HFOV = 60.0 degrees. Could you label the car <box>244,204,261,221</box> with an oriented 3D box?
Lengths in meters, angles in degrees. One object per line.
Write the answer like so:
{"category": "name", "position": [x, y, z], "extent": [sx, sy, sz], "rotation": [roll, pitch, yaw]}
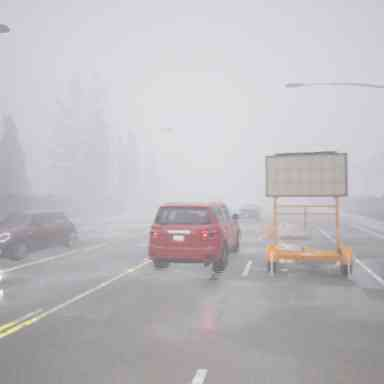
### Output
{"category": "car", "position": [5.221, 1.836, 30.196], "extent": [1.812, 1.442, 4.674], "rotation": [-1, -1, 15]}

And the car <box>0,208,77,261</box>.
{"category": "car", "position": [-6.653, 1.558, 13.305], "extent": [2.097, 1.767, 4.553], "rotation": [-1, -1, 15]}

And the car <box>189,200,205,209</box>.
{"category": "car", "position": [0.888, 2.122, 57.378], "extent": [1.882, 1.535, 5.008], "rotation": [0, -1, 10]}

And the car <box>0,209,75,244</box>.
{"category": "car", "position": [-8.916, 1.775, 18.467], "extent": [2.128, 1.511, 4.902], "rotation": [-1, -1, 15]}

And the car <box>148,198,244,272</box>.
{"category": "car", "position": [0.322, 1.354, 11.524], "extent": [2.150, 2.045, 5.566], "rotation": [-1, -1, 15]}

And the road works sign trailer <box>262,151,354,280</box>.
{"category": "road works sign trailer", "position": [3.534, 0.559, 10.400], "extent": [2.380, 3.560, 2.880], "rotation": [-1, -1, 15]}
